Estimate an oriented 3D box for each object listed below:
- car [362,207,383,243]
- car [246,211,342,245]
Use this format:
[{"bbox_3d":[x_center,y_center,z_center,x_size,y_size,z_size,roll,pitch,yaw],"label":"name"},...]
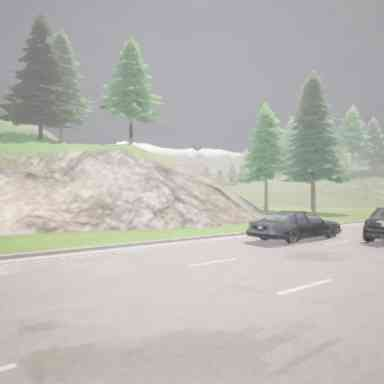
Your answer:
[{"bbox_3d":[9.798,1.405,15.161,4.553,1.767,2.097,0,0,-36],"label":"car"},{"bbox_3d":[5.008,1.608,16.014,5.357,1.411,2.033,0,0,-36],"label":"car"}]
